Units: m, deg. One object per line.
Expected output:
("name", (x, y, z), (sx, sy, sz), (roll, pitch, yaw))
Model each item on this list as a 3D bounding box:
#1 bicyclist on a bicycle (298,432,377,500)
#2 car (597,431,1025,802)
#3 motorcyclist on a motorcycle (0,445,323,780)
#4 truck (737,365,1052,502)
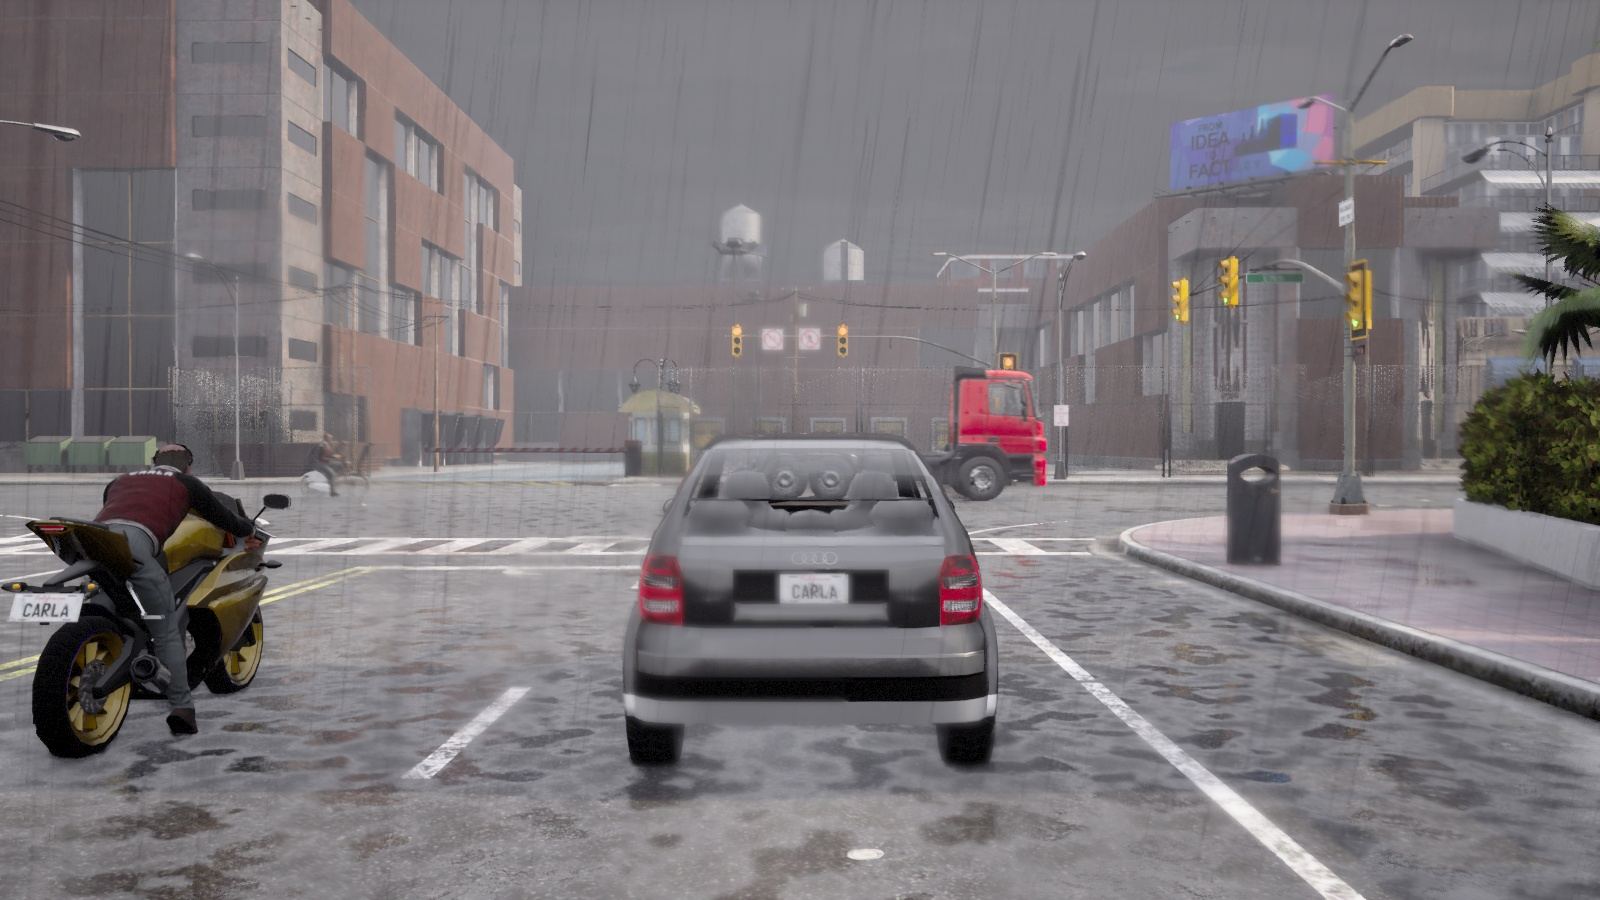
("bicyclist on a bicycle", (-12.252, 0.419, 33.325), (1.843, 1.776, 0.659), (0, 0, 1))
("car", (0.051, 0.685, 7.106), (1.789, 1.549, 3.705), (0, 0, 0))
("motorcyclist on a motorcycle", (-3.454, 0.740, 6.842), (0.866, 1.530, 2.191), (0, 0, 0))
("truck", (2.398, -0.420, 33.124), (7.936, 3.462, 2.891), (0, 0, 1))
